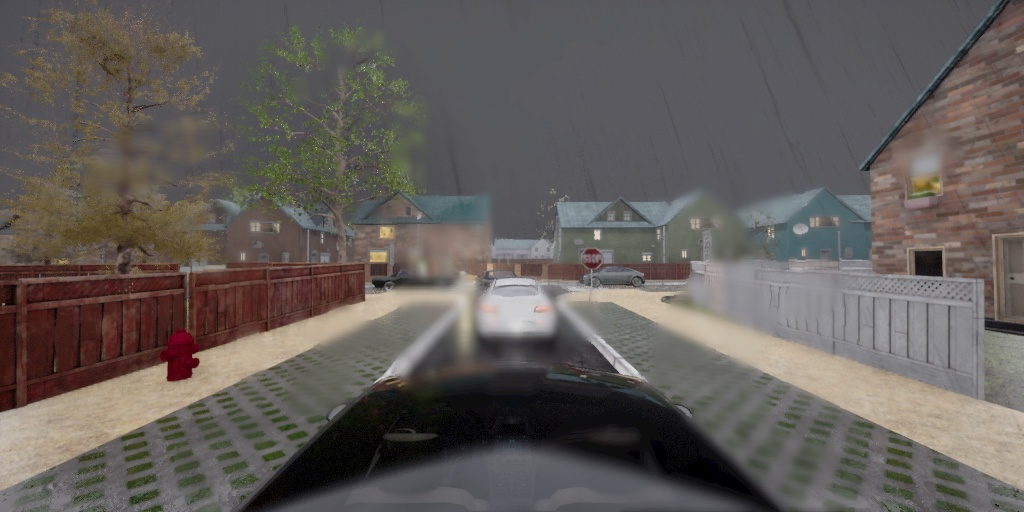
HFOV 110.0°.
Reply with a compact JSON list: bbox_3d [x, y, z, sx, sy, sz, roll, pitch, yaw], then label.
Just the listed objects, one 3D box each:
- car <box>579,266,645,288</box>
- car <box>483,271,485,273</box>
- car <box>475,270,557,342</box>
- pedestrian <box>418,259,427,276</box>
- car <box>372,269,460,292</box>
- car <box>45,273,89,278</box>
[{"bbox_3d":[6.539,1.344,23.694,4.181,1.385,1.994,0,-1,1],"label":"car"},{"bbox_3d":[-0.756,1.366,18.519,1.895,1.301,4.718,0,-1,-12],"label":"car"},{"bbox_3d":[0.103,1.279,9.700,1.812,1.442,4.674,0,0,0],"label":"car"},{"bbox_3d":[-6.700,1.119,26.789,0.375,1.860,0.375,0,-1,1],"label":"pedestrian"},{"bbox_3d":[-5.482,1.416,20.904,4.718,1.301,1.895,-1,-1,1],"label":"car"},{"bbox_3d":[-25.607,1.633,21.173,4.718,1.301,1.895,-1,-1,1],"label":"car"}]
